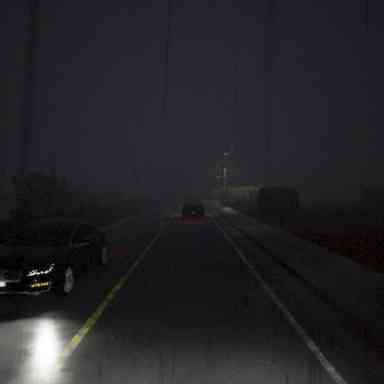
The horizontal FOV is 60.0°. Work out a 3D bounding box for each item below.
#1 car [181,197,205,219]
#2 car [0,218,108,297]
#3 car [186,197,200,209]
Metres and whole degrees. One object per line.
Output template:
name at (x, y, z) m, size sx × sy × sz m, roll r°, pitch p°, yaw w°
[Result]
car at (0.100, 1.455, 28.530) m, size 1.882 × 1.535 × 5.008 m, roll 0°, pitch 0°, yaw 0°
car at (-3.554, 1.500, 8.665) m, size 1.837 × 1.490 × 4.892 m, roll 0°, pitch 0°, yaw 0°
car at (0.101, 1.470, 44.703) m, size 1.837 × 1.490 × 4.892 m, roll 0°, pitch 0°, yaw 0°
